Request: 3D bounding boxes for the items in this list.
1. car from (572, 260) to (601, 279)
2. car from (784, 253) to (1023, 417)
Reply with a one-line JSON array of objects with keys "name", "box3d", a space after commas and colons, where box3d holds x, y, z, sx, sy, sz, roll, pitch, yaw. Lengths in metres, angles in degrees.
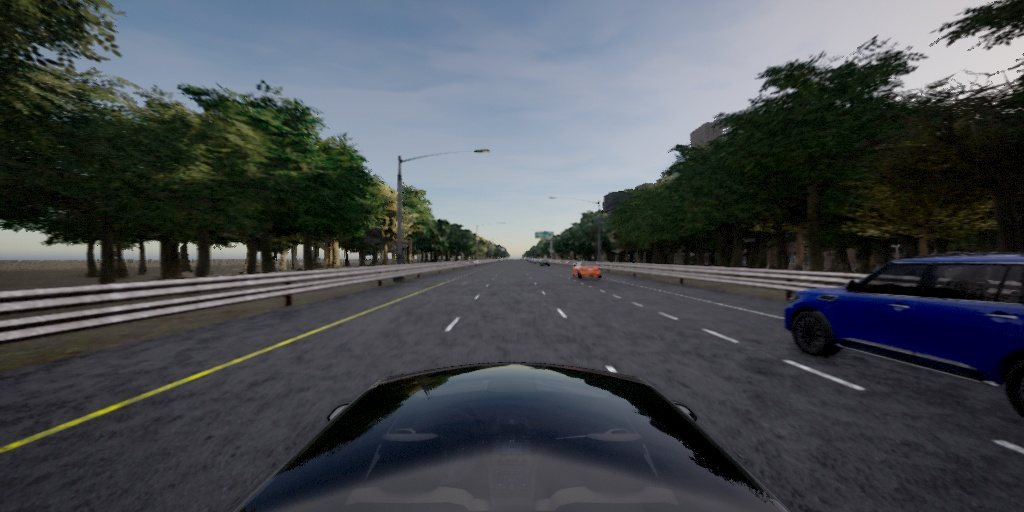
[{"name": "car", "box3d": [7.051, 1.212, 34.390, 2.097, 1.767, 4.553, 0, 0, 0]}, {"name": "car", "box3d": [6.999, 0.977, 5.419, 2.150, 2.045, 5.566, 0, 0, 0]}]
